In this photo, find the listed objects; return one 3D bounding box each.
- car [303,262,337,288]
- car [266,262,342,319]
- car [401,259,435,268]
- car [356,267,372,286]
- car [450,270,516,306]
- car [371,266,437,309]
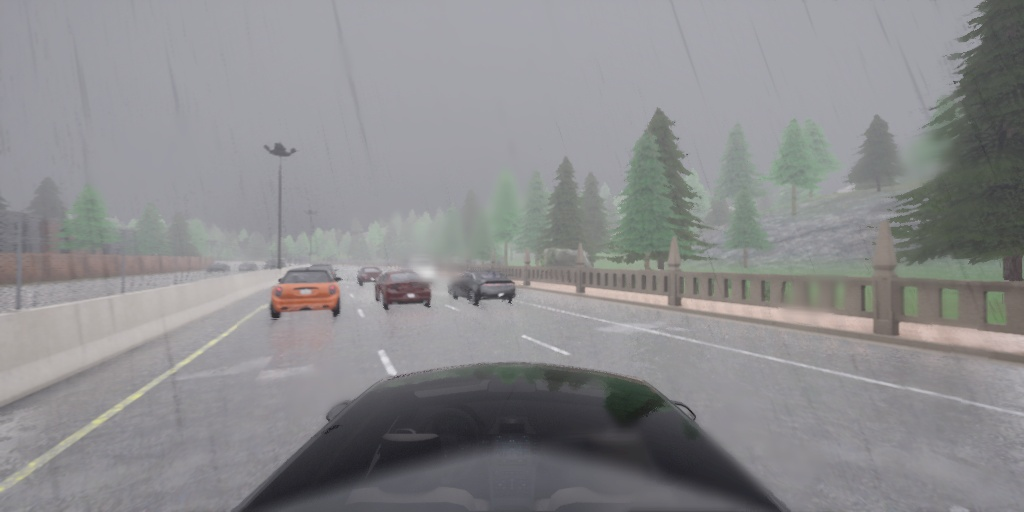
[{"bbox_3d":[-14.436,1.385,27.220,2.097,1.767,4.553,0,-1,-26],"label":"car"},{"bbox_3d":[-7.755,1.235,13.791,2.097,1.767,4.553,0,-1,-26],"label":"car"},{"bbox_3d":[-7.797,1.294,29.571,2.150,2.045,5.566,0,0,-26],"label":"car"},{"bbox_3d":[-11.506,1.585,29.192,1.812,1.442,4.674,0,-1,-26],"label":"car"},{"bbox_3d":[-1.522,1.420,16.976,2.128,1.511,4.902,0,-1,-26],"label":"car"},{"bbox_3d":[-4.985,1.391,16.095,1.882,1.535,5.008,0,0,-26],"label":"car"}]
